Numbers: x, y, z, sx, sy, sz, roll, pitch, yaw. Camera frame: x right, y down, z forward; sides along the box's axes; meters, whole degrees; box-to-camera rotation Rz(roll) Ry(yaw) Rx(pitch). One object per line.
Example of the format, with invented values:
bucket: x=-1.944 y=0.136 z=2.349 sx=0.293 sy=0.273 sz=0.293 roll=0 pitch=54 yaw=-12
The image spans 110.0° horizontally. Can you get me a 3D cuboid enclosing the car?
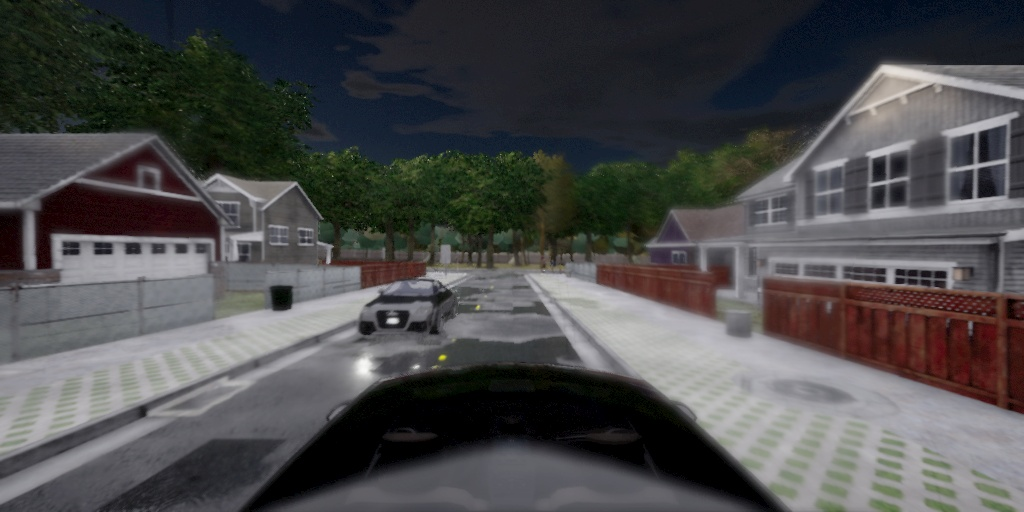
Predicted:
car: x=-2.851 y=1.370 z=10.556 sx=1.994 sy=1.385 sz=4.181 roll=0 pitch=0 yaw=0

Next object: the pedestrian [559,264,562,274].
pedestrian: x=5.503 y=1.509 z=40.511 sx=0.500 sy=1.100 sz=0.500 roll=-1 pitch=1 yaw=0

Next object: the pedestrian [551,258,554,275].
pedestrian: x=4.503 y=1.125 z=39.904 sx=0.375 sy=1.860 sz=0.375 roll=-1 pitch=1 yaw=0

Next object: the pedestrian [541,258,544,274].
pedestrian: x=3.503 y=1.143 z=41.104 sx=0.375 sy=1.860 sz=0.375 roll=-1 pitch=1 yaw=0
